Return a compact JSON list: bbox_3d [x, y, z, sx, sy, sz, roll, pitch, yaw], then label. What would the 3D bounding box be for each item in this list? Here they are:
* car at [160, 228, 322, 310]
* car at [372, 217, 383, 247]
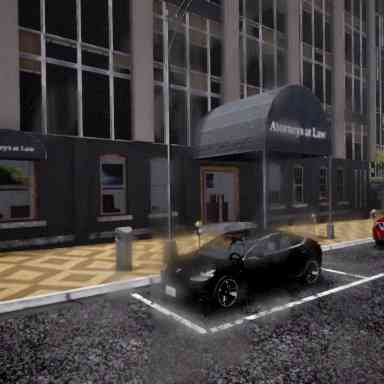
[{"bbox_3d":[1.324,1.564,7.805,4.313,1.339,1.947,0,-1,-37],"label":"car"},{"bbox_3d":[9.603,1.310,14.003,5.009,1.841,2.192,0,-1,-37],"label":"car"}]
